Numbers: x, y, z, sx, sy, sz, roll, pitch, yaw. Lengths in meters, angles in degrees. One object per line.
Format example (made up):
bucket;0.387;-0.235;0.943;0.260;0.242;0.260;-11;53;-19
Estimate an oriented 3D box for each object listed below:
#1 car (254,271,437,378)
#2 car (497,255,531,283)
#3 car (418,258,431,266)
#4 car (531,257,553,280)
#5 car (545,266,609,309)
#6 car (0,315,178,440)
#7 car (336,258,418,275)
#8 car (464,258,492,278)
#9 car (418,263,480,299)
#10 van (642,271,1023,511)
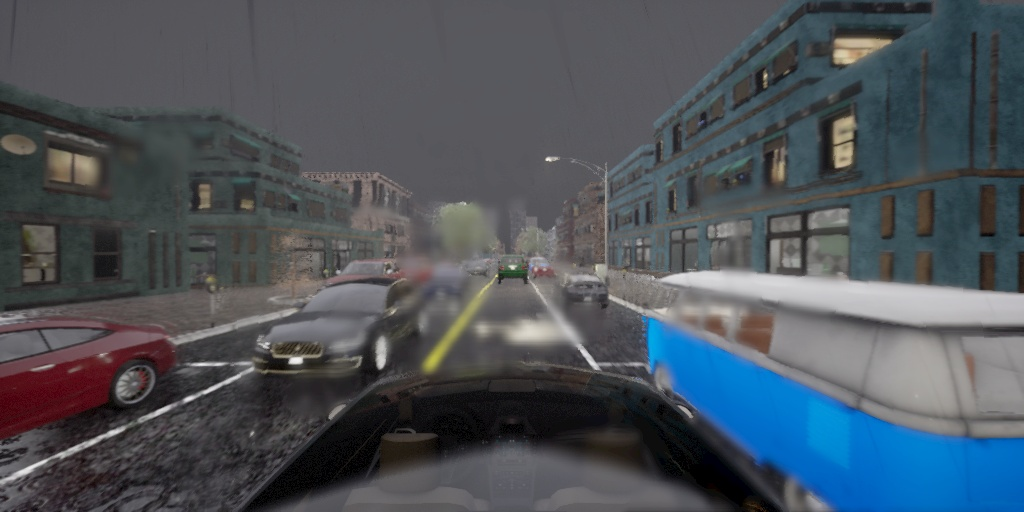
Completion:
car;-3.095;1.247;7.573;1.837;1.490;4.892;0;0;0
car;0.068;0.938;27.352;2.150;2.045;5.566;0;0;0
car;-5.693;1.039;20.143;2.192;1.841;5.009;0;0;0
car;2.683;1.149;31.234;1.967;1.591;4.097;0;0;0
car;2.689;1.283;14.602;2.007;1.370;4.403;0;0;0
car;-5.688;1.330;3.511;1.802;1.307;4.207;0;0;0
car;-5.692;1.047;14.599;2.192;1.841;5.009;0;0;0
car;-3.046;1.213;33.152;1.837;1.490;4.892;0;0;1
car;-3.058;1.275;18.220;2.033;1.411;5.357;0;0;0
van;2.694;1.088;3.514;1.690;1.789;3.998;0;0;0
